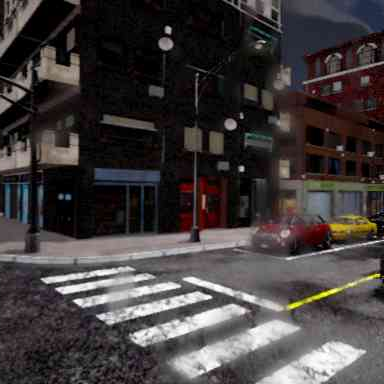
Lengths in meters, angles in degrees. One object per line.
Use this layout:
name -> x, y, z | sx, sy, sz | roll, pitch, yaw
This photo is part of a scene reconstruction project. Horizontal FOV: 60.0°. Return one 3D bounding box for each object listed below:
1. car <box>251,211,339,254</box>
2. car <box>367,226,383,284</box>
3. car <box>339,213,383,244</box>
car -> 4.375, 1.658, 14.467 | 4.097, 1.590, 1.967 | 2, -2, -41
car -> 6.727, 1.755, 8.943 | 4.892, 1.490, 1.837 | 2, -1, -41
car -> 8.398, 1.876, 17.993 | 4.829, 1.417, 1.752 | 2, -2, -41
